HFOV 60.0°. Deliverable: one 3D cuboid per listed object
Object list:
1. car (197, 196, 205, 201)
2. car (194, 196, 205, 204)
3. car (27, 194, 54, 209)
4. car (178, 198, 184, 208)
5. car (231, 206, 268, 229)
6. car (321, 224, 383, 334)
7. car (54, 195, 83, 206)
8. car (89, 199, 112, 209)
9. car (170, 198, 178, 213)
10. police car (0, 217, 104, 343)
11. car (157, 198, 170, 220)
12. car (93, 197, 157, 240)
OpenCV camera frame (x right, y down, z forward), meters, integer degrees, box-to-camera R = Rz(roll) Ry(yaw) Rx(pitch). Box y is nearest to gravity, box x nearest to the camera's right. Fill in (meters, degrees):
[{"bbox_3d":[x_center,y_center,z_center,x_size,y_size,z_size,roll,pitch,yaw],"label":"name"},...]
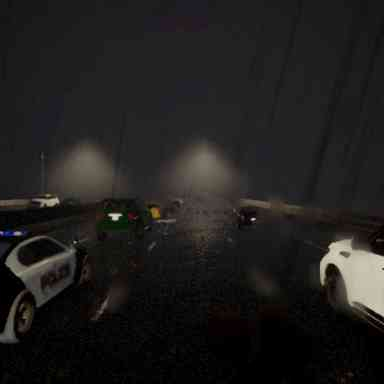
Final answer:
[{"bbox_3d":[2.479,1.773,93.030,2.033,1.411,5.357,0,0,3],"label":"car"},{"bbox_3d":[1.433,1.668,70.465,2.128,1.511,4.902,0,0,2],"label":"car"},{"bbox_3d":[-20.460,1.363,45.981,2.150,2.045,5.566,0,0,2],"label":"car"},{"bbox_3d":[-2.752,1.665,50.449,2.128,1.511,4.902,0,0,2],"label":"car"},{"bbox_3d":[3.757,1.630,22.166,1.994,1.385,4.181,0,0,1],"label":"car"},{"bbox_3d":[3.612,1.235,4.236,2.150,2.045,5.566,0,0,0],"label":"car"},{"bbox_3d":[-16.940,1.499,46.507,2.097,1.767,4.553,0,0,2],"label":"car"},{"bbox_3d":[-13.367,1.724,48.882,1.994,1.385,4.181,0,0,2],"label":"car"},{"bbox_3d":[-3.040,1.652,39.485,1.812,1.442,4.674,0,0,1],"label":"car"},{"bbox_3d":[-3.487,1.523,6.585,2.038,1.542,4.974,0,0,0],"label":"police car"},{"bbox_3d":[-3.256,1.542,28.710,1.801,1.575,5.366,0,0,1],"label":"car"},{"bbox_3d":[-3.408,1.271,17.583,2.150,2.045,5.566,0,0,1],"label":"car"}]
